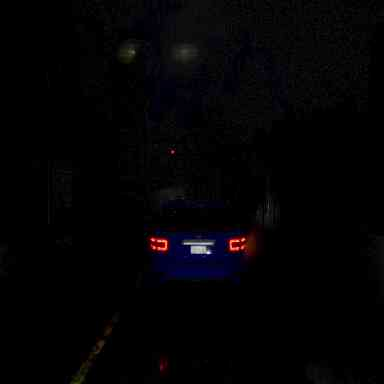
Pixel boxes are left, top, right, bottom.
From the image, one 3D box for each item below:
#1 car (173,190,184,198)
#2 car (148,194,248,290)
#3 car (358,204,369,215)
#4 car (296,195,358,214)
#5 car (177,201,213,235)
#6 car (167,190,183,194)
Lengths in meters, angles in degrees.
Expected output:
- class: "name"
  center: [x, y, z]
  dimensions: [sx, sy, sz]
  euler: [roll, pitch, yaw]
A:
- class: "car"
  center: [-2.533, 0.349, 64.898]
  dimensions: [1.895, 1.301, 4.718]
  euler: [0, 2, 1]
- class: "car"
  center: [0.117, 1.195, 9.124]
  dimensions: [2.150, 2.045, 5.566]
  euler: [0, 0, 0]
- class: "car"
  center: [18.241, 1.524, 32.414]
  dimensions: [4.206, 1.307, 1.802]
  euler: [1, 0, 0]
- class: "car"
  center: [12.843, 1.181, 32.425]
  dimensions: [5.009, 1.841, 2.192]
  euler: [1, 0, 0]
- class: "car"
  center: [0.132, 1.389, 19.150]
  dimensions: [1.837, 1.490, 4.892]
  euler: [0, 1, 0]
- class: "car"
  center: [-2.680, 0.831, 45.188]
  dimensions: [2.128, 1.511, 4.902]
  euler: [0, 2, -1]
